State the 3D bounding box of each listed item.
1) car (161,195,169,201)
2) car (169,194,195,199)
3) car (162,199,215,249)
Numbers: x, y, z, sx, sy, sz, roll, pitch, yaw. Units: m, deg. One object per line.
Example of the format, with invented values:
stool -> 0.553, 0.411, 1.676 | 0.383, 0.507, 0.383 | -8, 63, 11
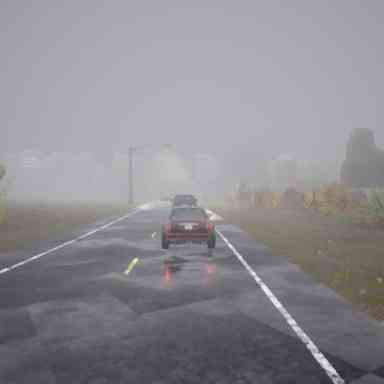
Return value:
car -> -5.992, 1.396, 75.881 | 1.994, 1.385, 4.181 | 0, 0, -2
car -> -0.691, 1.232, 29.769 | 2.150, 2.045, 5.566 | 0, 0, -2
car -> -0.178, 1.357, 14.692 | 2.097, 1.767, 4.553 | 0, 0, -1
